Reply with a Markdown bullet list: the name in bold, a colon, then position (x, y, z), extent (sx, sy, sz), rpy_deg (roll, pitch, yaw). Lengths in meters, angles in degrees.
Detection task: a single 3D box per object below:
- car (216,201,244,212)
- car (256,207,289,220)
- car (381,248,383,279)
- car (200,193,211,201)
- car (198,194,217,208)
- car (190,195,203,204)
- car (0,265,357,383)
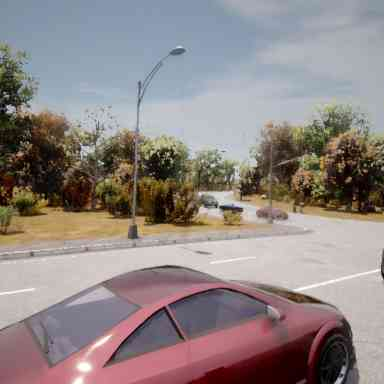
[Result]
- **car**: position (5.513, 2.250, 46.913), extent (1.895, 1.301, 4.718), rpy_deg (3, 0, -18)
- **car**: position (9.030, 2.357, 37.635), extent (1.994, 1.385, 4.181), rpy_deg (3, -1, -22)
- **car**: position (7.017, 1.488, 8.798), extent (4.553, 1.767, 2.097), rpy_deg (2, -1, -35)
- **car**: position (3.200, 1.132, 78.711), extent (2.128, 1.511, 4.902), rpy_deg (2, 2, -1)
- **car**: position (2.806, 1.559, 56.694), extent (2.150, 2.045, 5.566), rpy_deg (3, 2, -13)
- **car**: position (0.850, 1.417, 66.936), extent (1.837, 1.490, 4.892), rpy_deg (2, 2, -8)
- **car**: position (-0.005, 1.572, 3.744), extent (4.181, 1.385, 1.994), rpy_deg (0, 0, -36)
